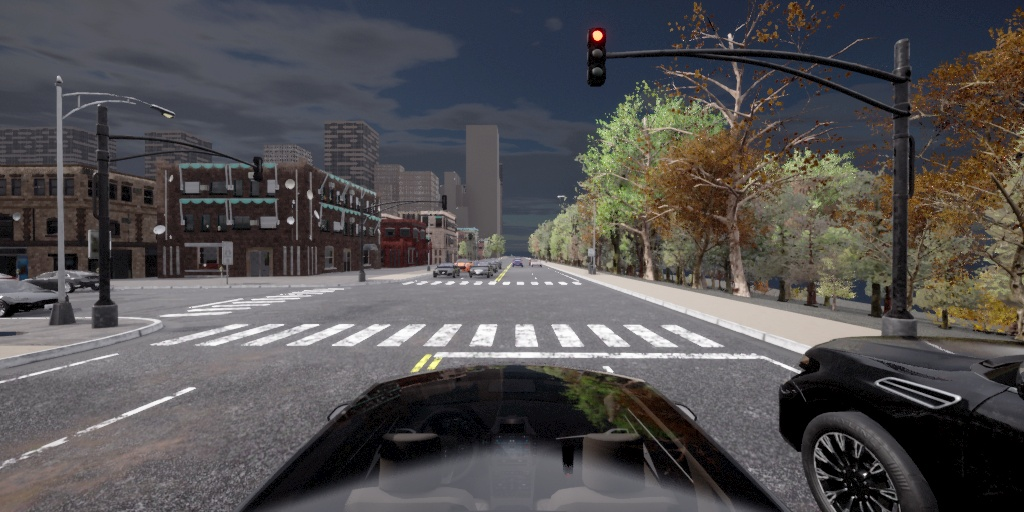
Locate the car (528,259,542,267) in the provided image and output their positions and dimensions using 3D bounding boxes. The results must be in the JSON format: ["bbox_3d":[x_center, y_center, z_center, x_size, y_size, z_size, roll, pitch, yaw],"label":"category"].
[{"bbox_3d":[4.362,1.327,64.121,1.895,1.301,4.718,0,0,1],"label":"car"}]

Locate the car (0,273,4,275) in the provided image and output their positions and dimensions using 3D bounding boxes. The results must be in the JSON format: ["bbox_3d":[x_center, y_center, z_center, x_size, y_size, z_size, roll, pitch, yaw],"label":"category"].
[{"bbox_3d":[-33.493,1.654,22.449,4.207,1.307,1.802,0,0,1],"label":"car"}]

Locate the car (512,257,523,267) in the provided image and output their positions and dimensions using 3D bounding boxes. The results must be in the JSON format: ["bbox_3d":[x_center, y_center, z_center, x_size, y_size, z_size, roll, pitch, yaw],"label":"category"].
[{"bbox_3d":[1.002,1.252,63.791,1.812,1.442,4.674,0,0,1],"label":"car"}]

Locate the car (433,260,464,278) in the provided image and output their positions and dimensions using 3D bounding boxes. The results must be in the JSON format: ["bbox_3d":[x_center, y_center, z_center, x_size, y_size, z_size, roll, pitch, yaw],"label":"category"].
[{"bbox_3d":[-6.080,1.304,33.755,1.994,1.385,4.181,0,0,1],"label":"car"}]

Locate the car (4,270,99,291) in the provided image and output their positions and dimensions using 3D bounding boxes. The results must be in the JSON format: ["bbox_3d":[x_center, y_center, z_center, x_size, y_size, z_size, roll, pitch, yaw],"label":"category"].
[{"bbox_3d":[-27.958,1.560,22.352,4.403,1.370,2.007,0,0,1],"label":"car"}]

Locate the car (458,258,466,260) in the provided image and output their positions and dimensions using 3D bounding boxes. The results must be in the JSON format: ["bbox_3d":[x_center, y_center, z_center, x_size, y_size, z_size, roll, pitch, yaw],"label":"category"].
[{"bbox_3d":[-5.914,1.088,43.751,2.097,1.767,4.553,0,0,1],"label":"car"}]

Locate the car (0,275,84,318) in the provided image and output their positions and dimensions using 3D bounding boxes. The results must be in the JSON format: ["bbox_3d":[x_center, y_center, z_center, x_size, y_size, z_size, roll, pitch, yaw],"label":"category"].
[{"bbox_3d":[-19.766,1.565,13.704,4.313,1.339,1.948,0,0,1],"label":"car"}]

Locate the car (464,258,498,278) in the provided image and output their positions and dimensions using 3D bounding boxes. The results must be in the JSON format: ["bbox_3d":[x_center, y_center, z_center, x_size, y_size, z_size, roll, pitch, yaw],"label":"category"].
[{"bbox_3d":[-2.820,1.232,33.769,2.128,1.511,4.902,0,0,3],"label":"car"}]

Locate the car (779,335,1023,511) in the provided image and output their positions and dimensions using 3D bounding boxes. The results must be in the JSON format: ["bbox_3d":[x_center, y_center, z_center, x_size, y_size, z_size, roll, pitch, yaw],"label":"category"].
[{"bbox_3d":[3.322,0.972,0.665,2.150,2.045,5.566,0,0,1],"label":"car"}]

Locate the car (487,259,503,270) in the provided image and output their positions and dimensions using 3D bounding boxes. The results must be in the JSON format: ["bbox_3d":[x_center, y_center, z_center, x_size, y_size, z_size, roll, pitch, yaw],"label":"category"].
[{"bbox_3d":[-2.503,1.223,53.502,2.128,1.511,4.902,0,0,1],"label":"car"}]

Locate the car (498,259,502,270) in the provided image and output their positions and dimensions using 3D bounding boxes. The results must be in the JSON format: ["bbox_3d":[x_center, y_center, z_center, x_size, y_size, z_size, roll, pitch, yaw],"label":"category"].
[{"bbox_3d":[-2.673,1.227,43.260,2.128,1.511,4.902,0,0,1],"label":"car"}]
